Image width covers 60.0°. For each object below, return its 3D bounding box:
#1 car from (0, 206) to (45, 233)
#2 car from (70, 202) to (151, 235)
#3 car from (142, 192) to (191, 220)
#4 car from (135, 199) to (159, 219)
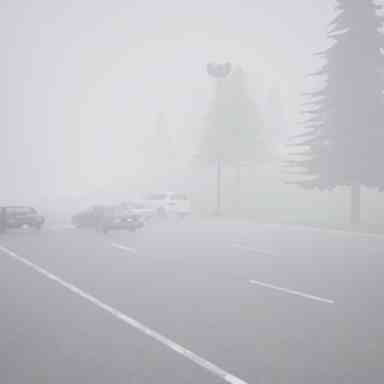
[{"bbox_3d":[-9.854,1.418,18.428,1.895,1.301,4.718,0,1,-41],"label":"car"},{"bbox_3d":[-4.669,1.378,17.841,2.033,1.411,5.357,0,1,-41],"label":"car"},{"bbox_3d":[-2.456,0.983,25.913,2.150,2.045,5.566,0,1,-41],"label":"car"},{"bbox_3d":[-4.607,1.385,23.063,1.895,1.301,4.718,0,1,-41],"label":"car"}]
